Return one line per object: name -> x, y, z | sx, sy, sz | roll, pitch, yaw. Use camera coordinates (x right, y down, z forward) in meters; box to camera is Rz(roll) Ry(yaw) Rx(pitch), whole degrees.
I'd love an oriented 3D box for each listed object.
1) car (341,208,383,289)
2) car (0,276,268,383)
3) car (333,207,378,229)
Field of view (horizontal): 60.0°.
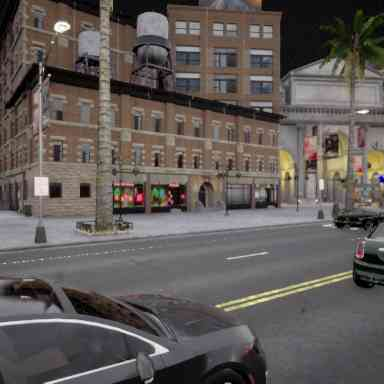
car -> 5.902, 1.351, 7.977 | 4.553, 1.767, 2.097 | 0, 0, -35
car -> -1.477, 1.505, 2.685 | 4.892, 1.490, 1.837 | 0, 0, -36
car -> 10.592, 1.598, 20.114 | 4.718, 1.301, 1.895 | 0, 0, -35
